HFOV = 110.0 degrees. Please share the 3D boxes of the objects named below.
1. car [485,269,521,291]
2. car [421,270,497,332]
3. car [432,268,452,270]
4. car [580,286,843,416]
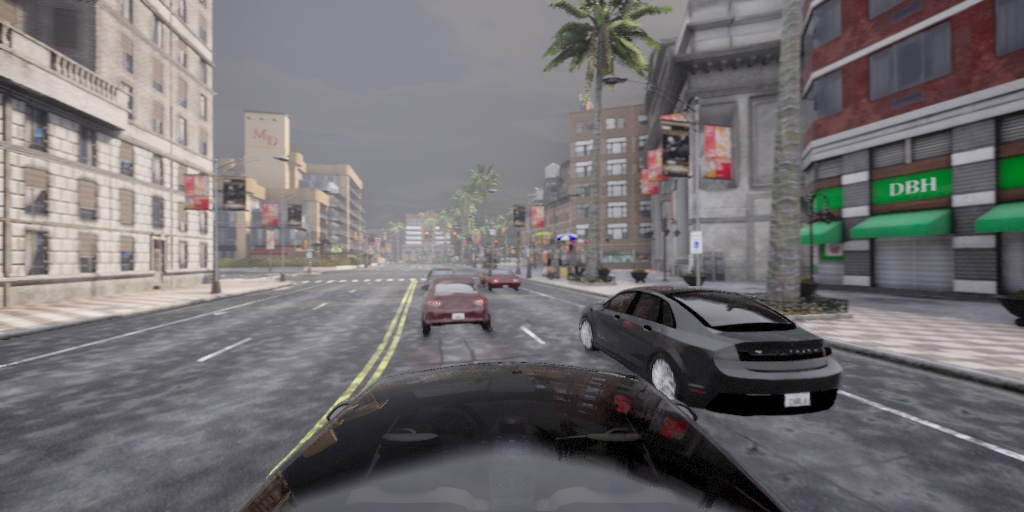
[{"bbox_3d":[-0.906,1.469,22.721,1.895,1.301,4.718,0,0,-14],"label":"car"},{"bbox_3d":[-1.810,1.340,11.150,1.812,1.442,4.674,0,0,-12],"label":"car"},{"bbox_3d":[-4.276,1.438,21.815,2.033,1.411,5.357,0,0,-14],"label":"car"},{"bbox_3d":[2.666,1.259,6.177,1.837,1.490,4.892,0,0,-8],"label":"car"}]
